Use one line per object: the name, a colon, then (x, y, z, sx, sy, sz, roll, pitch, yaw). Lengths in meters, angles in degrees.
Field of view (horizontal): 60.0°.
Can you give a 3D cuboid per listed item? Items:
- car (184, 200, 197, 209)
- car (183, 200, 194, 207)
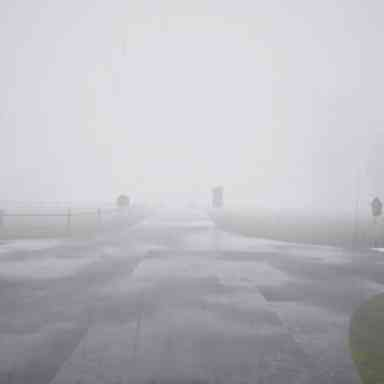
car: (-0.003, 2.312, 58.569, 2.033, 1.411, 5.357, 0, -1, -2)
car: (-0.666, 2.374, 69.096, 1.837, 1.490, 4.892, 0, -1, -6)
